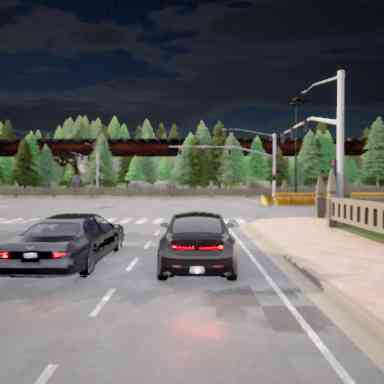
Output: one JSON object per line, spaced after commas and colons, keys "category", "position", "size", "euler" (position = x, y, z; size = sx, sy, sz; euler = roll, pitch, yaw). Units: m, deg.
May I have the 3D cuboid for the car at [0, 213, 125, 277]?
{"category": "car", "position": [-3.351, 1.323, 9.514], "size": [2.033, 1.411, 5.357], "euler": [0, 1, 1]}

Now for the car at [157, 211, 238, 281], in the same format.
{"category": "car", "position": [0.143, 1.288, 9.160], "size": [1.837, 1.490, 4.892], "euler": [0, 1, 1]}
